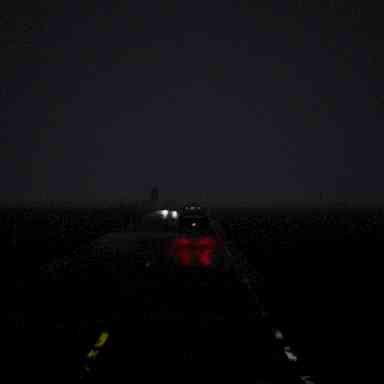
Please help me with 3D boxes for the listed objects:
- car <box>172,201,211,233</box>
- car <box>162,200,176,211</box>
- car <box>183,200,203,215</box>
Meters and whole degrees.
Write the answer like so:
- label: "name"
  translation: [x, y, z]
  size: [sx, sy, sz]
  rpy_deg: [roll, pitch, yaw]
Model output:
- label: "car"
  translation: [0.098, 1.564, 20.297]
  size: [2.128, 1.511, 4.902]
  rpy_deg: [0, 0, 0]
- label: "car"
  translation: [-2.775, 1.743, 43.954]
  size: [1.994, 1.385, 4.181]
  rpy_deg: [0, 0, 1]
- label: "car"
  translation: [0.091, 1.693, 36.900]
  size: [2.033, 1.411, 5.357]
  rpy_deg: [0, 0, 0]
